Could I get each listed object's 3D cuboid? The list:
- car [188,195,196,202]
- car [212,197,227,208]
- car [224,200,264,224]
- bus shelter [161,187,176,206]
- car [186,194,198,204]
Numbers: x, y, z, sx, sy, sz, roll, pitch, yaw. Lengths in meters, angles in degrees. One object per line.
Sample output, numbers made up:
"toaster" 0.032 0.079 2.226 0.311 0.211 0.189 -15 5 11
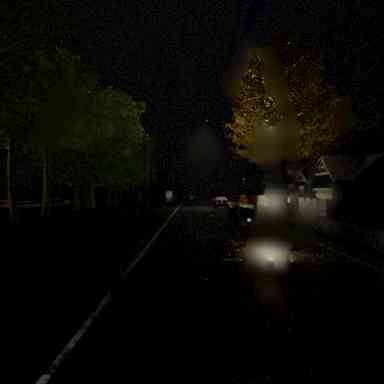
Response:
"car" 0.018 1.427 73.719 1.812 1.442 4.674 0 -1 0
"car" 3.604 1.307 42.040 2.033 1.411 5.357 0 0 0
"car" 3.581 1.431 22.979 1.895 1.301 4.718 0 0 0
"bus shelter" -3.498 0.663 49.821 1.920 2.740 3.880 0 0 0
"car" 0.033 1.228 59.836 2.097 1.767 4.553 0 -1 0
